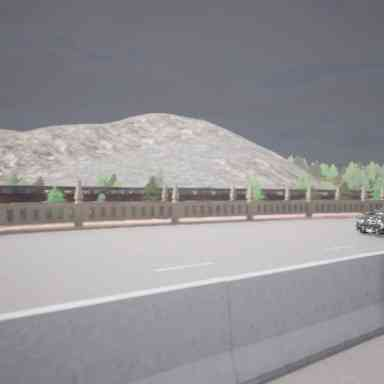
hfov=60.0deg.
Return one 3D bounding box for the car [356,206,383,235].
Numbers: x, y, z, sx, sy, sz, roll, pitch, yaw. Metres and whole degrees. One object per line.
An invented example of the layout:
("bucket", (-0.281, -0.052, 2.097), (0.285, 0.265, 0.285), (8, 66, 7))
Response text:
("car", (11.090, 1.397, 17.891), (4.553, 1.767, 2.097), (0, 0, -24))
